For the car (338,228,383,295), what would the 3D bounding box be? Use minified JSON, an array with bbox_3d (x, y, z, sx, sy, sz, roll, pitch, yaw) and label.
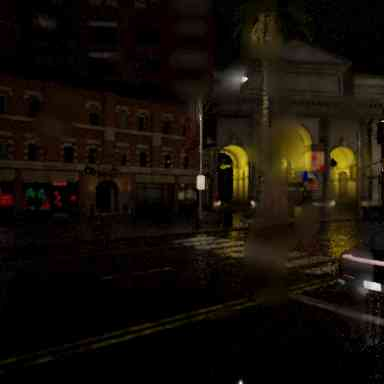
[{"bbox_3d":[5.298,1.520,7.533,4.902,1.511,2.128,0,0,-35],"label":"car"}]
